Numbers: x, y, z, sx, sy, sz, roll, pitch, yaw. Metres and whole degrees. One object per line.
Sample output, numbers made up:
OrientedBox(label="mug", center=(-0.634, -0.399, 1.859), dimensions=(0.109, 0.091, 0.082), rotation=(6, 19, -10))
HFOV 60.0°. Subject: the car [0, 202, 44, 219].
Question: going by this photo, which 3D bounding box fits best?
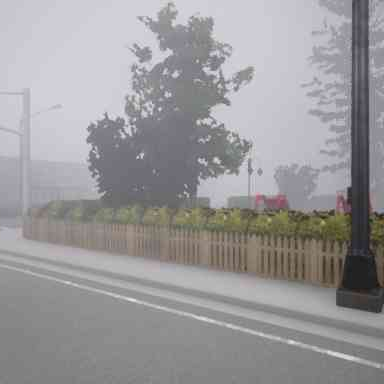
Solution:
OrientedBox(label="car", center=(-14.803, 1.543, 29.276), dimensions=(2.033, 1.411, 5.357), rotation=(0, 0, 35))
